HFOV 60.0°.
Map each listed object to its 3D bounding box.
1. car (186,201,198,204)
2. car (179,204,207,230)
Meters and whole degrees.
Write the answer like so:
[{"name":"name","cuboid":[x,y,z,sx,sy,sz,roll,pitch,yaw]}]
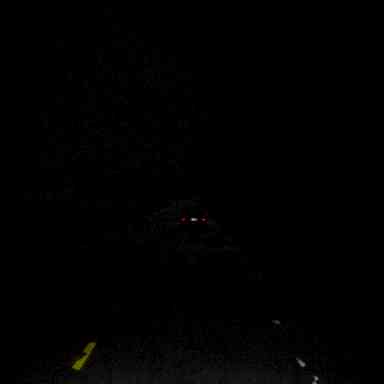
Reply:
[{"name":"car","cuboid":[0.047,1.901,41.770,1.882,1.535,5.008,0,-1,0]},{"name":"car","cuboid":[0.070,1.776,23.010,2.033,1.411,5.357,0,-1,0]}]
